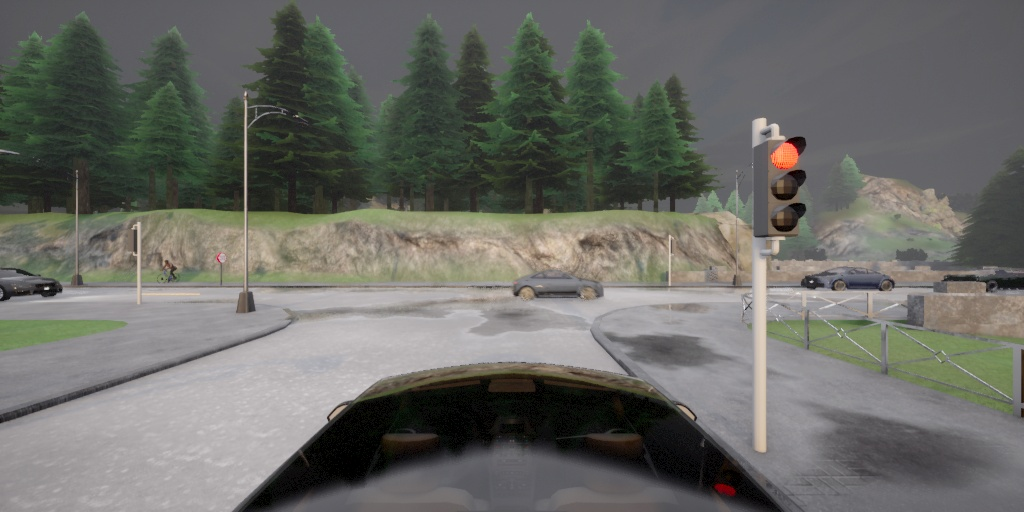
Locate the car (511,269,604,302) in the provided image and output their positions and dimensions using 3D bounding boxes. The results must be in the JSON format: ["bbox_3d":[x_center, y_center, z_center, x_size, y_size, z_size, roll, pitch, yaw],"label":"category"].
[{"bbox_3d":[2.051,1.314,16.546,4.181,1.385,1.994,0,0,0],"label":"car"}]

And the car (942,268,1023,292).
[{"bbox_3d":[28.097,1.351,20.712,4.718,1.301,1.895,0,0,0],"label":"car"}]

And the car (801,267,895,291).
[{"bbox_3d":[19.303,1.314,20.726,4.181,1.385,1.994,0,0,0],"label":"car"}]

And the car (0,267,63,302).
[{"bbox_3d":[-23.938,1.255,16.577,4.892,1.490,1.837,0,0,0],"label":"car"}]

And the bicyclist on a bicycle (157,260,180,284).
[{"bbox_3d":[-23.915,1.099,24.975,0.582,1.620,1.656,0,0,0],"label":"bicyclist on a bicycle"}]
